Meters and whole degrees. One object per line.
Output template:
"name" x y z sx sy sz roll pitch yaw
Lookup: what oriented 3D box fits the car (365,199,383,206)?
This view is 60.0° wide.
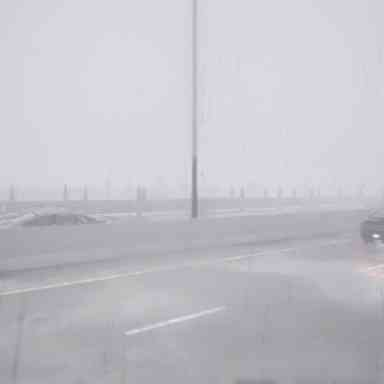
"car" 24.294 1.603 42.796 4.718 1.301 1.895 0 0 -35

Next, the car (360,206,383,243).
"car" 9.335 1.506 14.704 4.892 1.490 1.837 0 0 -36

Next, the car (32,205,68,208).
"car" -7.033 1.526 16.172 4.674 1.442 1.812 0 0 -36

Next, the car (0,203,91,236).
"car" -8.645 1.492 19.322 4.902 1.511 2.128 0 0 -36

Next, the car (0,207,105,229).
"car" -5.726 1.505 12.806 4.892 1.490 1.837 0 0 -36
